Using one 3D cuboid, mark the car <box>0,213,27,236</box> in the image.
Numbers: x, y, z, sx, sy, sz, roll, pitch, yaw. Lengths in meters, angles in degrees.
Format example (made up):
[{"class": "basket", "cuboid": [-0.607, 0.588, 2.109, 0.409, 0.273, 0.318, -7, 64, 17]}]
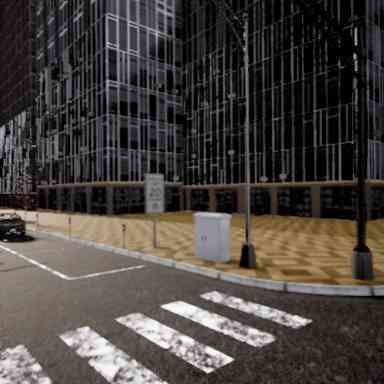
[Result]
[{"class": "car", "cuboid": [-11.434, 1.959, 20.335, 2.008, 1.369, 4.403, -2, 0, -41]}]
